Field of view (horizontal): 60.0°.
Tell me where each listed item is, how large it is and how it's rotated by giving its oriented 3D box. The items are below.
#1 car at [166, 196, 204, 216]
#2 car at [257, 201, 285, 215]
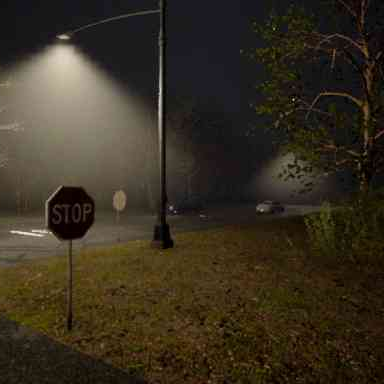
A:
[{"bbox_3d":[-0.927,1.492,35.703,2.150,2.045,5.566,0,1,36],"label":"car"},{"bbox_3d":[8.816,1.722,37.211,1.812,1.442,4.674,0,0,36],"label":"car"}]
